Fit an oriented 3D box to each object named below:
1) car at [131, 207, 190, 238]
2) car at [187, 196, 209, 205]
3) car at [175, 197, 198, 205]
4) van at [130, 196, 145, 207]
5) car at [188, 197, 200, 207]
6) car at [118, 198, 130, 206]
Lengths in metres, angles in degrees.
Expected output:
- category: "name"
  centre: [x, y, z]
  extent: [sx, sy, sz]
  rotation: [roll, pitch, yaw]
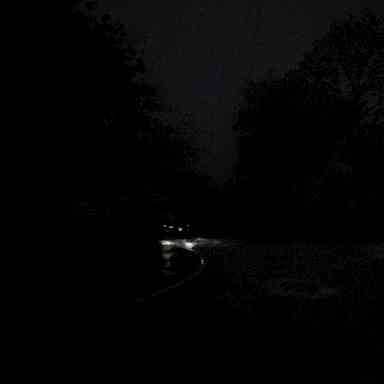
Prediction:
- category: "car"
  centre: [-2.035, 1.858, 20.213]
  extent: [1.837, 1.490, 4.892]
  rotation: [2, -2, -35]
- category: "car"
  centre: [1.260, 1.804, 69.585]
  extent: [2.185, 1.767, 4.553]
  rotation: [1, -1, -36]
- category: "car"
  centre: [-1.215, 1.887, 67.824]
  extent: [2.097, 1.535, 5.008]
  rotation: [1, -1, -36]
- category: "van"
  centre: [-6.885, 1.553, 48.780]
  extent: [1.878, 1.987, 4.442]
  rotation: [0, 0, -36]
- category: "car"
  centre: [2.245, 1.579, 55.222]
  extent: [2.435, 2.045, 5.566]
  rotation: [1, -1, -36]
- category: "car"
  centre: [-11.054, 1.656, 60.706]
  extent: [2.185, 1.767, 4.553]
  rotation: [0, 0, -36]
